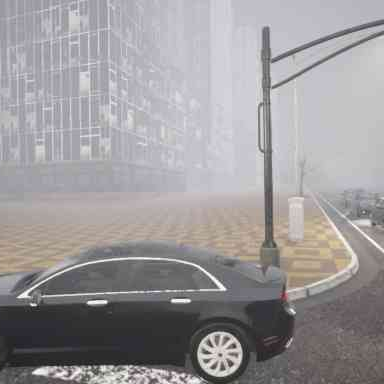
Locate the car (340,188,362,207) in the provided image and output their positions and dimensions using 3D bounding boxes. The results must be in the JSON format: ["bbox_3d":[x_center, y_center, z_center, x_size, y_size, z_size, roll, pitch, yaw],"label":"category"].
[{"bbox_3d":[13.077,0.454,26.757,2.128,1.511,4.902,-1,2,18],"label":"car"}]

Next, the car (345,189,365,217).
[{"bbox_3d":[11.081,0.759,20.694,1.994,1.385,4.181,-1,2,17],"label":"car"}]

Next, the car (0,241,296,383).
[{"bbox_3d":[-1.062,1.505,4.767,4.892,1.490,1.837,0,0,0],"label":"car"}]

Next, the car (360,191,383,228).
[{"bbox_3d":[9.030,0.928,14.400,2.128,1.511,4.902,-1,2,18],"label":"car"}]
